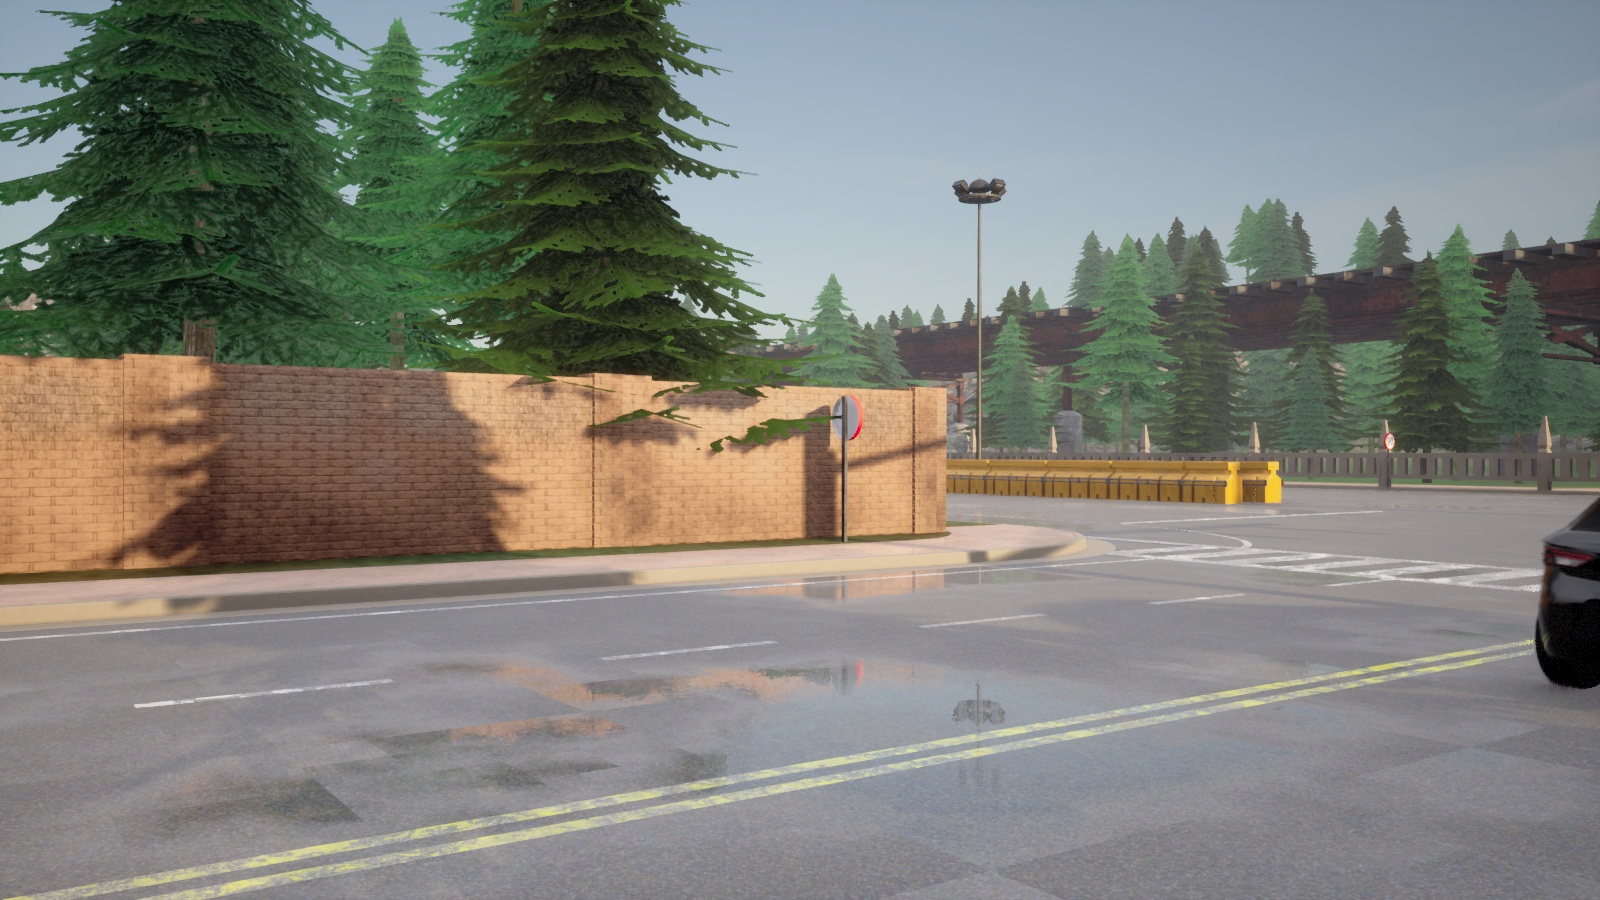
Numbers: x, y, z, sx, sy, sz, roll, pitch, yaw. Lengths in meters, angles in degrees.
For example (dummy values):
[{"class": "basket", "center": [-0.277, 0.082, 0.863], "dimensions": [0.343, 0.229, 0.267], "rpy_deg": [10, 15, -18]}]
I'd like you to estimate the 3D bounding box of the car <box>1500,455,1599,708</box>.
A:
[{"class": "car", "center": [6.589, 0.765, 8.249], "dimensions": [4.193, 1.474, 1.816], "rpy_deg": [0, 0, -35]}]
